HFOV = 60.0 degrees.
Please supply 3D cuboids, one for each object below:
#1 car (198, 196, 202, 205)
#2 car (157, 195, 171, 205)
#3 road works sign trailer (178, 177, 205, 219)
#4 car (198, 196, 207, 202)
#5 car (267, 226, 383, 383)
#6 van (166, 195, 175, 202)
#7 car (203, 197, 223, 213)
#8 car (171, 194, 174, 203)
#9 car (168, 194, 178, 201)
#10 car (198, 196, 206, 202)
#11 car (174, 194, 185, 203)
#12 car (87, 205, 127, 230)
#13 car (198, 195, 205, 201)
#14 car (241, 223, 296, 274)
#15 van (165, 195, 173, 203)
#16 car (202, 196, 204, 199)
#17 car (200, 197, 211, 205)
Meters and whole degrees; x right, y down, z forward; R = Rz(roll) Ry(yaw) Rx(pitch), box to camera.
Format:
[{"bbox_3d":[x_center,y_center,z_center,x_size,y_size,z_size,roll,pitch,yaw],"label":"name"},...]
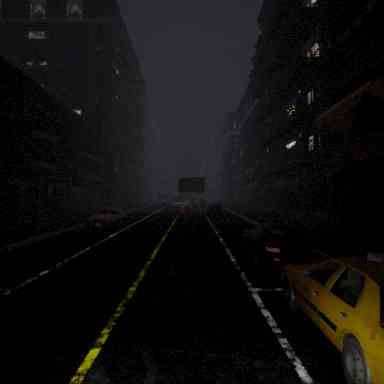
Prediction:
[{"bbox_3d":[2.584,1.666,59.991,1.887,1.381,4.507,1,0,0],"label":"car"},{"bbox_3d":[-5.296,1.646,59.884,1.752,1.417,4.829,2,0,0],"label":"car"},{"bbox_3d":[-0.022,0.485,29.538,2.380,3.560,2.880,-1,0,0],"label":"road works sign trailer"},{"bbox_3d":[2.583,1.756,82.115,1.887,1.381,4.507,1,0,0],"label":"car"},{"bbox_3d":[2.586,1.528,4.860,1.752,1.417,4.829,2,0,0],"label":"car"},{"bbox_3d":[-5.292,1.552,82.177,1.690,1.788,3.998,1,0,0],"label":"van"},{"bbox_3d":[2.584,1.598,37.869,1.887,1.381,4.507,1,0,0],"label":"car"},{"bbox_3d":[-5.290,1.456,65.587,2.192,1.841,5.009,2,0,0],"label":"car"},{"bbox_3d":[-5.292,1.582,93.238,2.192,1.841,5.009,1,0,0],"label":"car"},{"bbox_3d":[2.583,1.783,87.645,1.887,1.381,4.507,1,0,0],"label":"car"},{"bbox_3d":[-2.751,1.365,75.964,2.150,2.045,5.566,0,0,0],"label":"car"},{"bbox_3d":[-5.294,1.545,21.177,1.752,1.417,4.829,2,0,0],"label":"car"},{"bbox_3d":[2.593,1.707,93.177,1.967,1.590,4.097,1,0,0],"label":"car"},{"bbox_3d":[2.584,1.589,10.219,1.802,1.307,4.206,1,0,0],"label":"car"},{"bbox_3d":[-5.291,1.526,76.645,1.690,1.788,3.998,2,0,0],"label":"van"},{"bbox_3d":[2.585,1.593,43.571,1.752,1.417,4.829,1,0,0],"label":"car"},{"bbox_3d":[2.583,1.692,65.523,2.008,1.369,4.403,1,0,0],"label":"car"}]
